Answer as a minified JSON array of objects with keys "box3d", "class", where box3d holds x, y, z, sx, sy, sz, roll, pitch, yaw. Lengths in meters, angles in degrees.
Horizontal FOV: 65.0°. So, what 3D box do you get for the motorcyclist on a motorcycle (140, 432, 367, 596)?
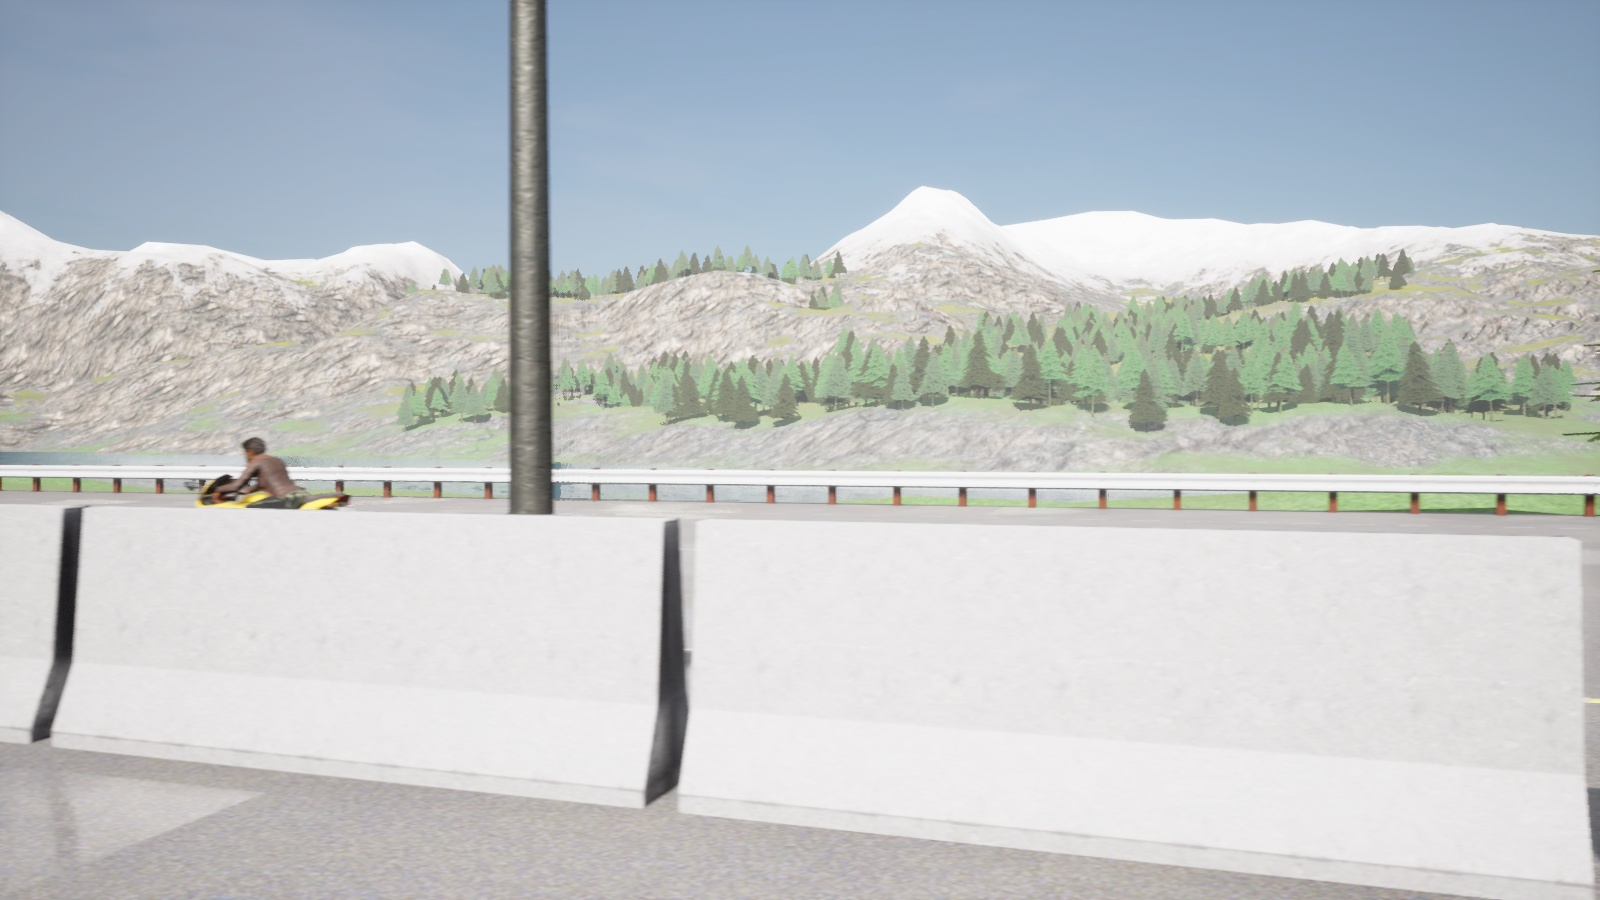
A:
[{"box3d":[-5.388,0.590,12.392,2.044,1.523,0.797,0,1,19],"class":"motorcyclist on a motorcycle"}]
